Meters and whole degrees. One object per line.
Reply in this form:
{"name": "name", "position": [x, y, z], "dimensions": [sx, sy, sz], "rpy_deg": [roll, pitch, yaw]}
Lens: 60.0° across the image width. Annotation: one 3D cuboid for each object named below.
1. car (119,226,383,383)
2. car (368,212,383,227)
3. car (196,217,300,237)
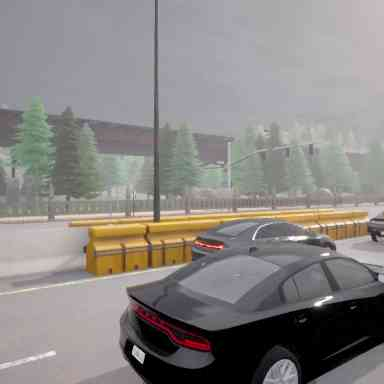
{"name": "car", "position": [1.474, 1.478, 4.798], "dimensions": [5.008, 1.535, 1.882], "rpy_deg": [0, 0, -36]}
{"name": "car", "position": [9.909, 1.491, 15.124], "dimensions": [4.902, 1.511, 2.128], "rpy_deg": [0, 0, -36]}
{"name": "car", "position": [2.242, 1.505, 9.650], "dimensions": [4.892, 1.490, 1.837], "rpy_deg": [0, 0, -35]}
